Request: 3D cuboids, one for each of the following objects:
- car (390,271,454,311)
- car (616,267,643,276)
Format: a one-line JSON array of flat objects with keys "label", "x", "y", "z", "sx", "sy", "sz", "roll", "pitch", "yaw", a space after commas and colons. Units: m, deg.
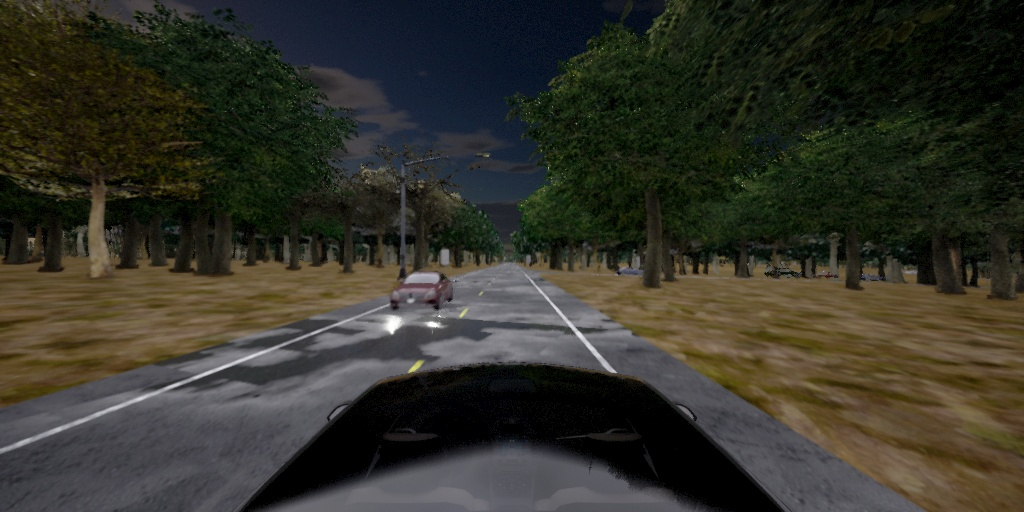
[{"label": "car", "x": -3.605, "y": 1.363, "z": 15.104, "sx": 1.812, "sy": 1.442, "sz": 4.674, "roll": 0, "pitch": -1, "yaw": 0}, {"label": "car", "x": 18.885, "y": 2.445, "z": 57.403, "sx": 4.181, "sy": 1.385, "sz": 1.994, "roll": 2, "pitch": -1, "yaw": -2}]
